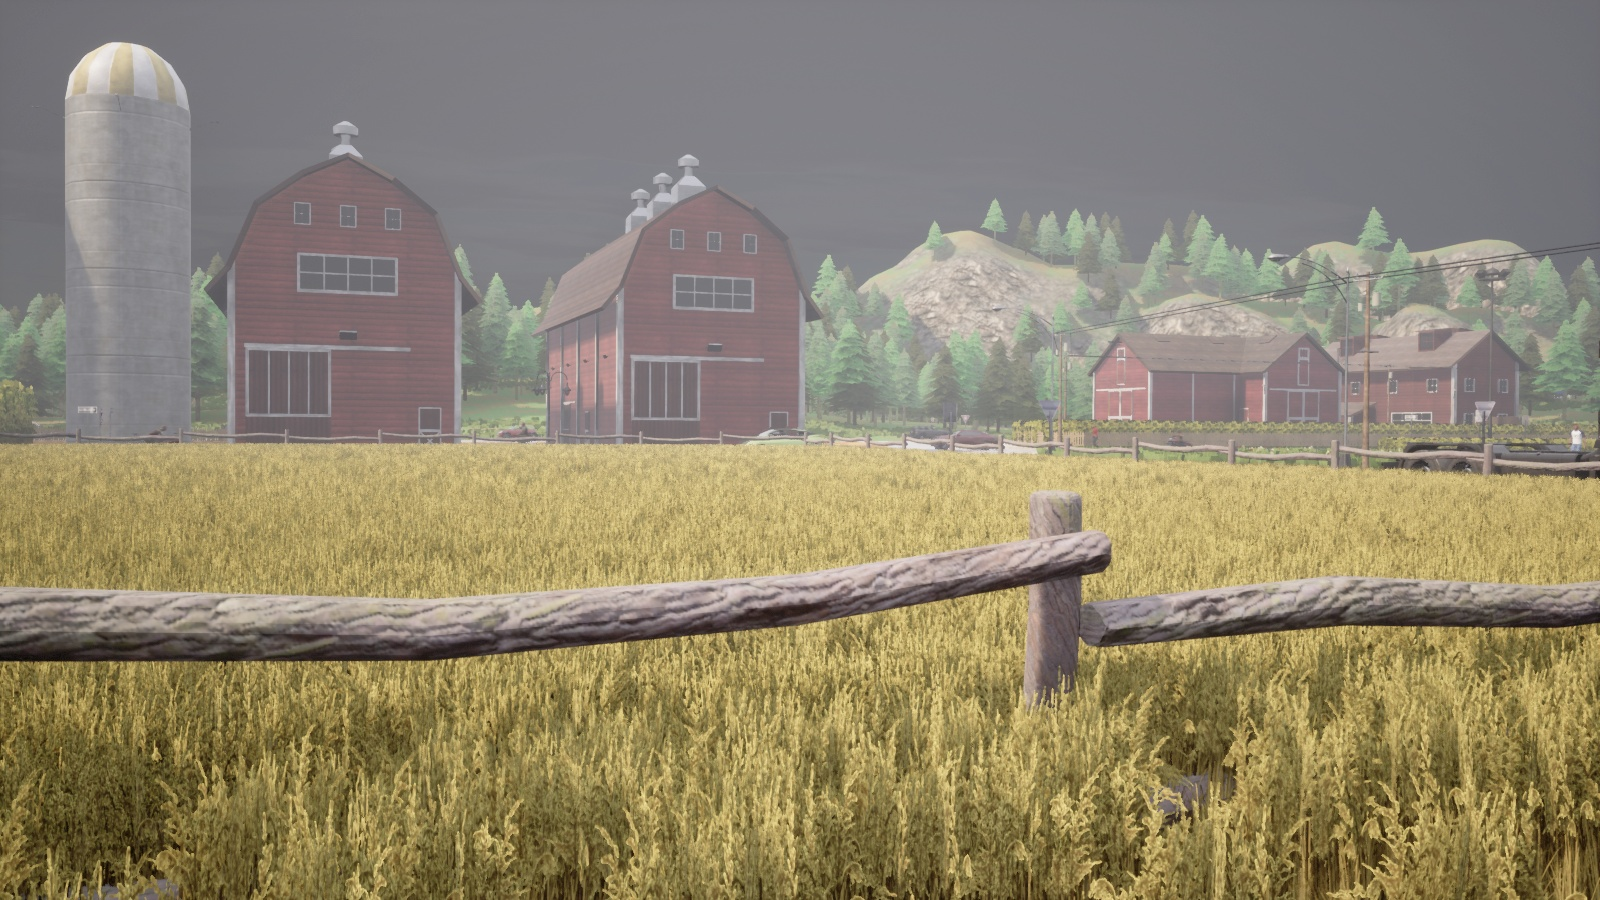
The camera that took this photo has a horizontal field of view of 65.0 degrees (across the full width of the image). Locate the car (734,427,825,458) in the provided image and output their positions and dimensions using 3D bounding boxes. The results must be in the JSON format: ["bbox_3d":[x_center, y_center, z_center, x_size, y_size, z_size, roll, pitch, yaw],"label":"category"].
[{"bbox_3d":[-1.134,-0.415,67.506,4.514,1.525,2.007,-1,1,-16],"label":"car"}]

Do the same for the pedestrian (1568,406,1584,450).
[{"bbox_3d":[31.998,-0.912,51.783,0.706,1.836,0.354,-2,1,-37],"label":"pedestrian"}]

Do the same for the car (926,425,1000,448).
[{"bbox_3d":[11.132,-0.936,86.004,4.674,1.442,1.812,-1,1,-8],"label":"car"}]

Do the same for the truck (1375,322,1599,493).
[{"bbox_3d":[16.877,-0.900,27.619,2.891,3.462,7.936,-1,1,-21],"label":"truck"}]
